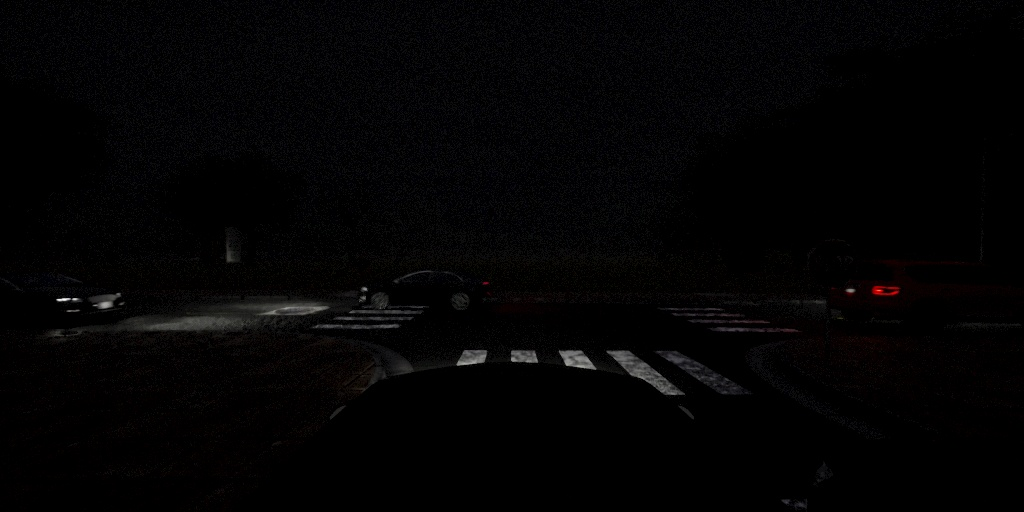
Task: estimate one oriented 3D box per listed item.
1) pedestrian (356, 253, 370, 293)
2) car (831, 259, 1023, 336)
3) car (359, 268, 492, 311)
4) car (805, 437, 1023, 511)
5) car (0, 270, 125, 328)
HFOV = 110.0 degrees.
[{"bbox_3d":[-6.895,0.757,16.561,0.375,1.860,0.375,0,1,0],"label":"pedestrian"},{"bbox_3d":[12.815,1.135,10.742,5.566,2.045,2.150,1,1,0],"label":"car"},{"bbox_3d":[-3.225,1.200,13.670,4.902,1.511,2.128,0,1,0],"label":"car"},{"bbox_3d":[2.639,1.301,0.391,2.007,1.370,4.403,0,0,0],"label":"car"},{"bbox_3d":[-14.599,1.197,10.697,4.902,1.511,2.128,0,1,0],"label":"car"}]
